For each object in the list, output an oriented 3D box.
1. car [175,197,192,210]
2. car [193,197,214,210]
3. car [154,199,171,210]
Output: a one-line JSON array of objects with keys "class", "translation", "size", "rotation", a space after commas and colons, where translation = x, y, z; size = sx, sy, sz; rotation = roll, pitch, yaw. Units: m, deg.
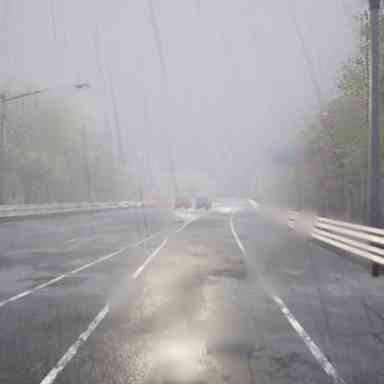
[{"class": "car", "translation": [-1.467, 1.914, 56.123], "size": [2.150, 2.045, 5.566], "rotation": [0, -1, 9]}, {"class": "car", "translation": [1.980, 1.925, 55.520], "size": [2.150, 2.045, 5.566], "rotation": [0, -1, 9]}, {"class": "car", "translation": [-4.935, 2.030, 56.611], "size": [2.097, 1.767, 4.553], "rotation": [0, -1, 9]}]
